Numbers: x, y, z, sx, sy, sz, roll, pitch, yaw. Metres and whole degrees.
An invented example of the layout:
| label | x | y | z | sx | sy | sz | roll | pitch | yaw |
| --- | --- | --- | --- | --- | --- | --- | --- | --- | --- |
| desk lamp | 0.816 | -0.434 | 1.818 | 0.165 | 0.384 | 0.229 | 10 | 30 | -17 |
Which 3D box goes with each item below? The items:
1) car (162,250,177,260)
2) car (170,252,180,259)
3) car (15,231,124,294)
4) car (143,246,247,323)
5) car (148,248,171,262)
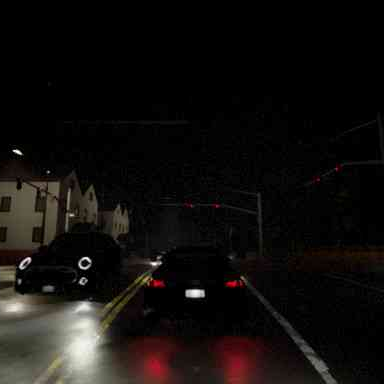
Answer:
| label | x | y | z | sx | sy | sz | roll | pitch | yaw |
| --- | --- | --- | --- | --- | --- | --- | --- | --- | --- |
| car | -3.614 | 10.431 | 54.717 | 2.128 | 1.511 | 4.902 | 0 | -11 | 0 |
| car | -3.530 | 13.134 | 68.695 | 1.837 | 1.490 | 4.892 | 0 | -11 | 0 |
| car | -3.606 | 2.074 | 10.630 | 2.097 | 1.767 | 4.553 | 0 | -6 | 0 |
| car | 0.069 | 1.980 | 7.850 | 1.994 | 1.385 | 4.181 | 0 | -6 | 0 |
| car | -3.617 | 7.171 | 37.783 | 2.128 | 1.511 | 4.902 | 0 | -11 | 0 |
